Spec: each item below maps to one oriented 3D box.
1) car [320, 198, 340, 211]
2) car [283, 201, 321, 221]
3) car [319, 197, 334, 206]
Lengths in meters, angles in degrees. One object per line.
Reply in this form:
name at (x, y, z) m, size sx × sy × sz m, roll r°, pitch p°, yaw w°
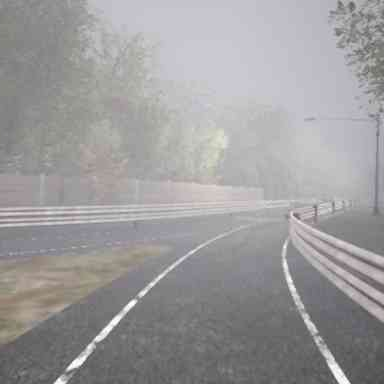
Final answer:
car at (18.748, 1.568, 44.974) m, size 2.097 × 1.767 × 4.553 m, roll 1°, pitch 0°, yaw 30°
car at (9.390, 1.645, 28.899) m, size 2.033 × 1.411 × 5.357 m, roll 1°, pitch 0°, yaw 31°
car at (25.978, 1.836, 64.141) m, size 1.882 × 1.535 × 5.008 m, roll 1°, pitch 0°, yaw 30°
